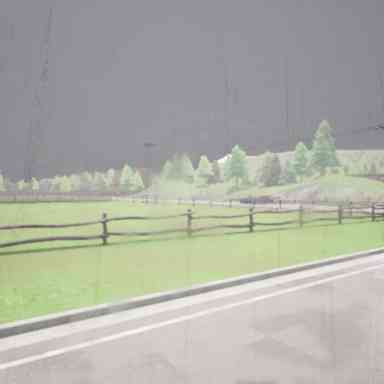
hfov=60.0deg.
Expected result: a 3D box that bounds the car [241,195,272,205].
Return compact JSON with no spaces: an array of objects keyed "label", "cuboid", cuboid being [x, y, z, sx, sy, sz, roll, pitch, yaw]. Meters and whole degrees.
[{"label":"car","cuboid":[10.979,1.530,59.265,2.033,1.411,5.357,0,0,-36]}]

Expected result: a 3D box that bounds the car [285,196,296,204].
[{"label":"car","cuboid":[17.277,1.457,62.558,1.882,1.535,5.008,0,0,-35]}]

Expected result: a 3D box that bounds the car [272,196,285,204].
[{"label":"car","cuboid":[14.069,1.333,60.992,2.097,1.767,4.553,0,0,-36]}]
